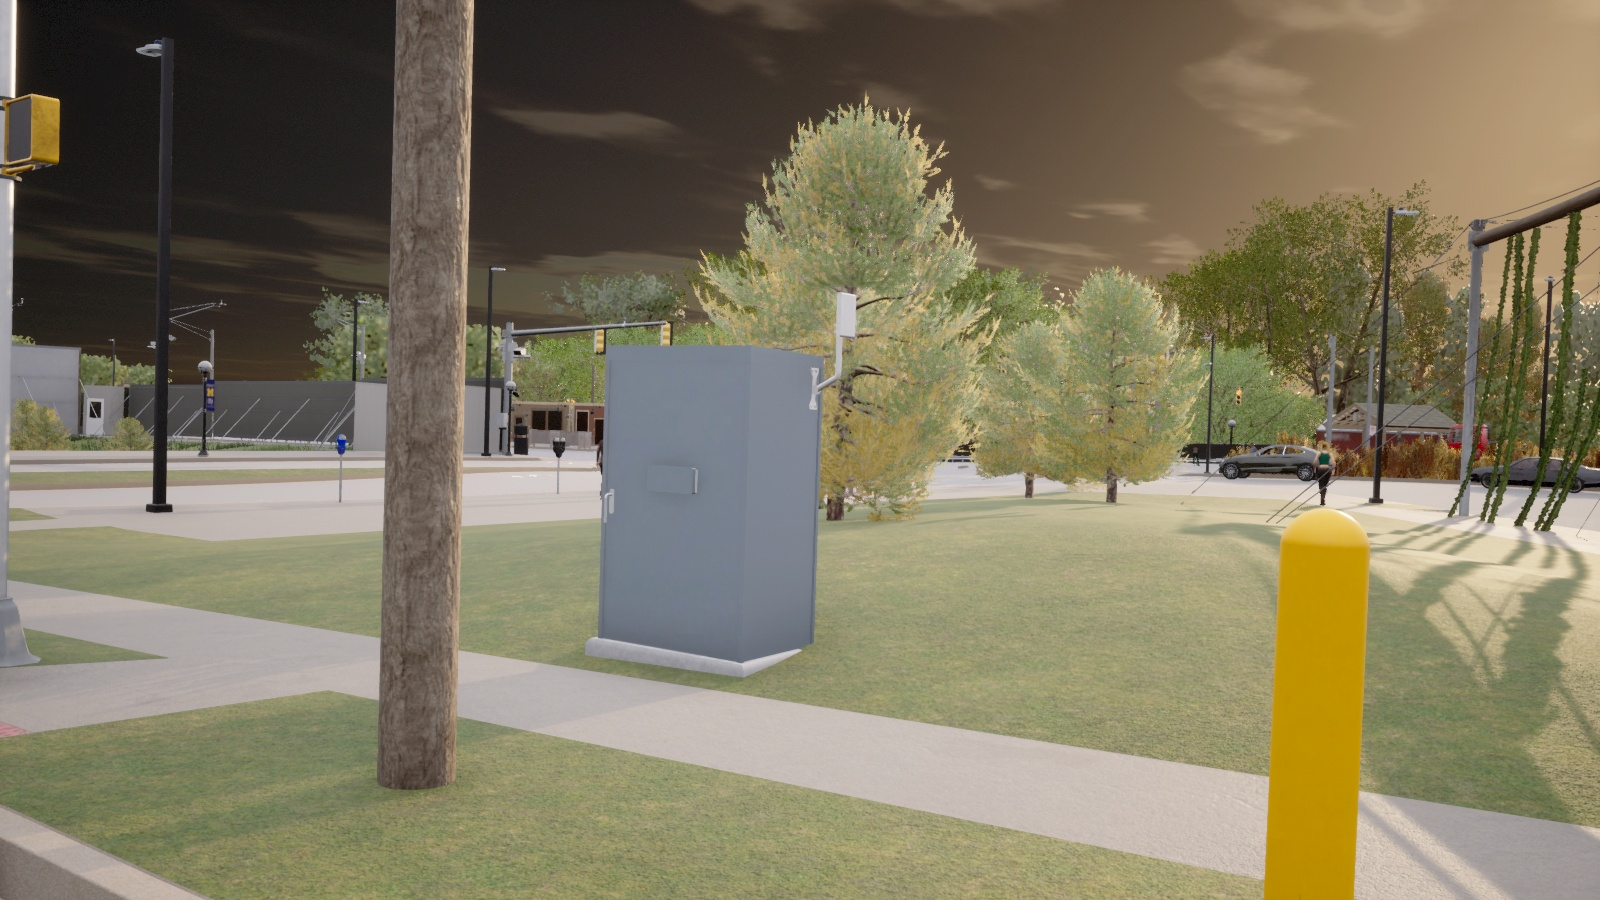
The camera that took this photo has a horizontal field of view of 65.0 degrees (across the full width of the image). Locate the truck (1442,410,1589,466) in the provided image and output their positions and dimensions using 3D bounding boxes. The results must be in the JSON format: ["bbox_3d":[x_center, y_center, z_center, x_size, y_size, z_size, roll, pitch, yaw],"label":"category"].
[{"bbox_3d":[46.588,-0.842,81.927,7.936,3.462,2.891,1,2,38],"label":"truck"}]

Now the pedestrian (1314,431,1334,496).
[{"bbox_3d":[15.046,0.369,36.070,0.345,1.836,0.594,1,2,9],"label":"pedestrian"}]

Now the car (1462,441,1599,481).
[{"bbox_3d":[30.596,0.423,52.045,5.357,1.411,2.033,2,3,34],"label":"car"}]

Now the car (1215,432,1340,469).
[{"bbox_3d":[22.013,0.016,57.932,5.027,1.651,2.152,0,1,34],"label":"car"}]

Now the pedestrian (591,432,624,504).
[{"bbox_3d":[-4.919,0.439,32.104,0.328,1.805,0.869,2,2,34],"label":"pedestrian"}]
